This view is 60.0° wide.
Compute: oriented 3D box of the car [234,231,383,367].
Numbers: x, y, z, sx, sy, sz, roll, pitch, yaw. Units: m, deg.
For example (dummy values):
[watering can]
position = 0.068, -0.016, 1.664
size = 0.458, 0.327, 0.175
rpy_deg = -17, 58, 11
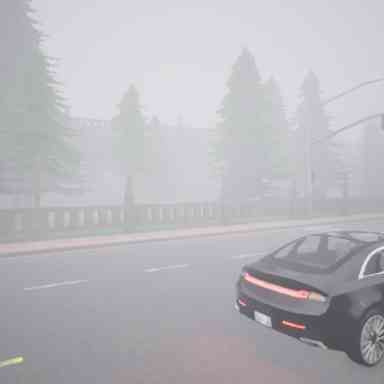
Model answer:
[car]
position = 2.988, 1.423, 5.649
size = 4.902, 1.511, 2.128
rpy_deg = -1, 0, -32
